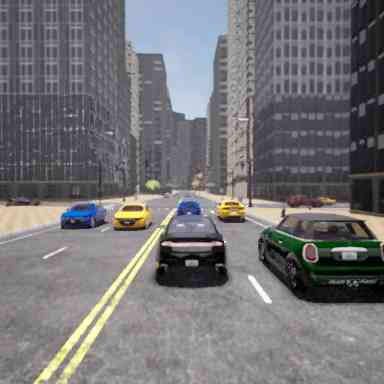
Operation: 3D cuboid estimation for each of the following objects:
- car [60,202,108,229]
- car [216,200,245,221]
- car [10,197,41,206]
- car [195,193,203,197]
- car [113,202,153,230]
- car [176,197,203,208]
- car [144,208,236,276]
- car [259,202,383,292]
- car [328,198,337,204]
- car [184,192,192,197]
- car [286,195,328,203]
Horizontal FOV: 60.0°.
[{"bbox_3d":[-6.852,1.433,21.519,1.882,1.535,5.008,0,0,-1],"label":"car"},{"bbox_3d":[3.027,1.404,26.699,1.882,1.535,5.008,0,0,-1],"label":"car"},{"bbox_3d":[-23.300,1.346,46.346,4.313,1.339,1.947,0,1,0],"label":"car"},{"bbox_3d":[2.088,1.152,92.795,1.895,1.301,4.718,0,0,-1],"label":"car"},{"bbox_3d":[-3.594,1.430,20.854,1.882,1.535,5.008,0,0,-1],"label":"car"},{"bbox_3d":[-0.224,1.408,26.791,1.882,1.535,5.008,0,0,-1],"label":"car"},{"bbox_3d":[-0.026,1.467,10.295,2.128,1.511,4.902,0,0,-1],"label":"car"},{"bbox_3d":[3.234,1.327,8.994,2.097,1.767,4.553,0,0,-1],"label":"car"},{"bbox_3d":[21.134,1.480,54.669,4.829,1.417,1.752,0,1,0],"label":"car"},{"bbox_3d":[-1.162,0.917,92.693,2.097,1.767,4.553,0,0,-1],"label":"car"},{"bbox_3d":[15.630,1.385,46.312,5.009,1.841,2.192,0,1,0],"label":"car"}]
